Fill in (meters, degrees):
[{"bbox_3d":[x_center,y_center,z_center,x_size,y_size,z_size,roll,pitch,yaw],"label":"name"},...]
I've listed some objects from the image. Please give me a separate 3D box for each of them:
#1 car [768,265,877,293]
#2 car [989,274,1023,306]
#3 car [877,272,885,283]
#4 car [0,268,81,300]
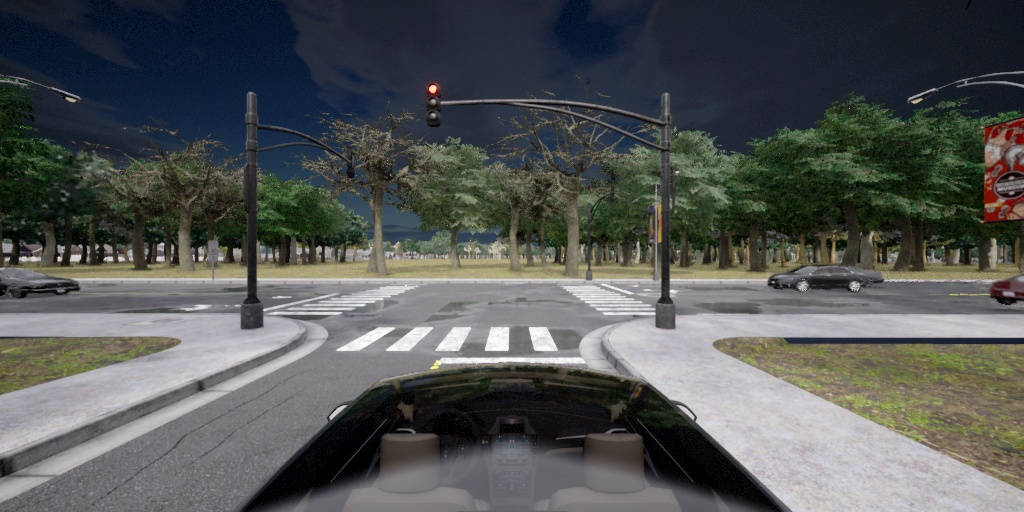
[{"bbox_3d":[17.445,1.276,20.592,4.892,1.490,1.837,0,0,0],"label":"car"},{"bbox_3d":[21.586,1.312,13.917,4.674,1.442,1.812,0,0,0],"label":"car"},{"bbox_3d":[21.397,1.320,23.847,5.357,1.411,2.033,0,0,0],"label":"car"},{"bbox_3d":[-24.165,1.273,17.102,5.357,1.411,2.033,0,0,0],"label":"car"}]
